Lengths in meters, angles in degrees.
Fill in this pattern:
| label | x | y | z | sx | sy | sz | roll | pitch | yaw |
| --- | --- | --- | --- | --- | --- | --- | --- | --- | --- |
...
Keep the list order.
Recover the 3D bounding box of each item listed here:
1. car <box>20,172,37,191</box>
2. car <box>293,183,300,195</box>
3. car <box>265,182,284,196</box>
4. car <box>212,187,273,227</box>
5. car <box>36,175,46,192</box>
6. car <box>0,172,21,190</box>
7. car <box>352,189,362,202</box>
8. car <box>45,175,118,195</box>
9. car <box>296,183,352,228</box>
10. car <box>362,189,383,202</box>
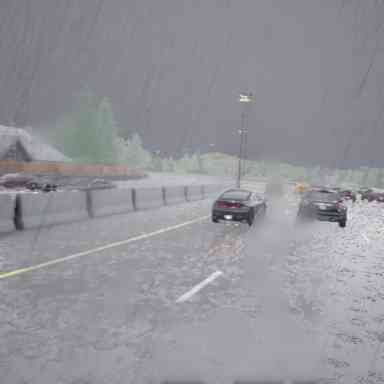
| label | x | y | z | sx | sy | sz | roll | pitch | yaw |
| --- | --- | --- | --- | --- | --- | --- | --- | --- | --- |
| car | -11.902 | -0.760 | 28.187 | 1.994 | 1.385 | 4.181 | 4 | 4 | 19 |
| car | 14.018 | -0.365 | 42.357 | 1.882 | 1.535 | 5.008 | 4 | 4 | 11 |
| car | 9.720 | -0.366 | 39.164 | 1.837 | 1.490 | 4.892 | 5 | 4 | 12 |
| car | 2.383 | 0.658 | 15.737 | 1.837 | 1.490 | 4.892 | 5 | 4 | 21 |
| car | -9.141 | -0.419 | 25.470 | 1.895 | 1.301 | 4.718 | 4 | 4 | 20 |
| car | -15.258 | -1.025 | 29.099 | 1.812 | 1.442 | 4.674 | 4 | 4 | 19 |
| car | 15.953 | 0.194 | 35.144 | 1.837 | 1.490 | 4.892 | 5 | 4 | 13 |
| car | -6.778 | -0.191 | 21.845 | 2.128 | 1.511 | 4.902 | 4 | 4 | 20 |
| car | 6.708 | 0.639 | 17.171 | 2.097 | 1.767 | 4.553 | 4 | 4 | 20 |
| car | 19.722 | 0.360 | 35.917 | 1.812 | 1.442 | 4.674 | 4 | 4 | 13 |
